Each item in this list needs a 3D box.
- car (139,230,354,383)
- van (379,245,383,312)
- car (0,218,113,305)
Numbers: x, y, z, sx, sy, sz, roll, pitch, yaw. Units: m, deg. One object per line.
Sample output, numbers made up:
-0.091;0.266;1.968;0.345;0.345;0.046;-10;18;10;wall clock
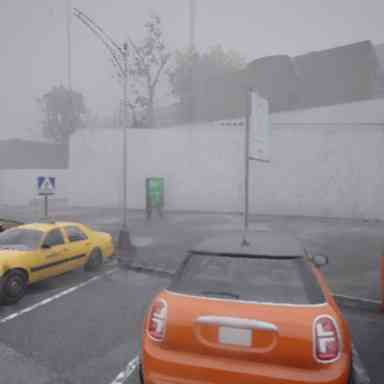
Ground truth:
0.957;1.362;5.080;2.185;1.767;4.553;0;-1;15;car
3.377;1.266;3.260;1.878;1.987;4.442;1;0;15;van
-3.940;1.465;8.392;1.946;1.575;5.366;1;0;16;car
